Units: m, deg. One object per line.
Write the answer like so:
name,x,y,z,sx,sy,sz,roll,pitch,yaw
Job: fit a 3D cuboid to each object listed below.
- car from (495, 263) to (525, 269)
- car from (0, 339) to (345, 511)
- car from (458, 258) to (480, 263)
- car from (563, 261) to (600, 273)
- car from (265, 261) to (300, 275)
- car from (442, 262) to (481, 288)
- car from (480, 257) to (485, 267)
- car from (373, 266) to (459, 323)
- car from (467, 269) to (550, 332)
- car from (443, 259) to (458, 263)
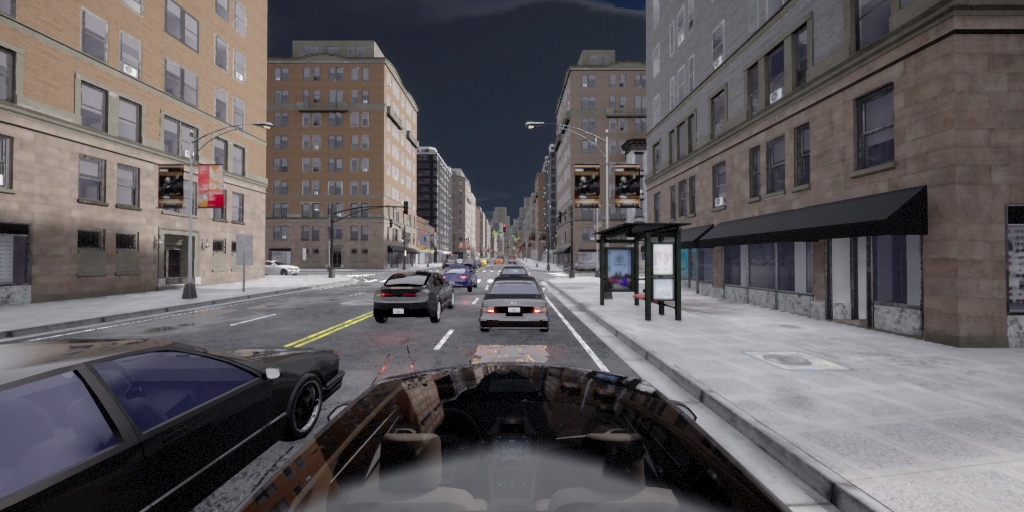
car,0.104,1.305,20.897,2.033,1.411,5.357,0,0,0
car,-3.149,1.298,2.307,2.033,1.411,5.357,0,0,0
car,-6.553,1.124,55.241,2.097,1.767,4.553,0,0,0
car,8.683,1.362,43.923,4.902,1.511,2.128,0,-1,0
car,-22.600,1.158,33.889,4.674,1.442,1.812,0,-1,-1
car,-3.139,1.284,21.220,1.812,1.442,4.674,0,0,0
car,-6.514,1.263,64.412,2.128,1.511,4.902,0,0,1
car,-3.131,1.258,12.181,1.837,1.490,4.892,0,0,-1
car,0.087,1.300,10.840,2.033,1.411,5.357,0,0,1
car,-9.766,1.277,56.933,1.837,1.490,4.892,0,0,3
